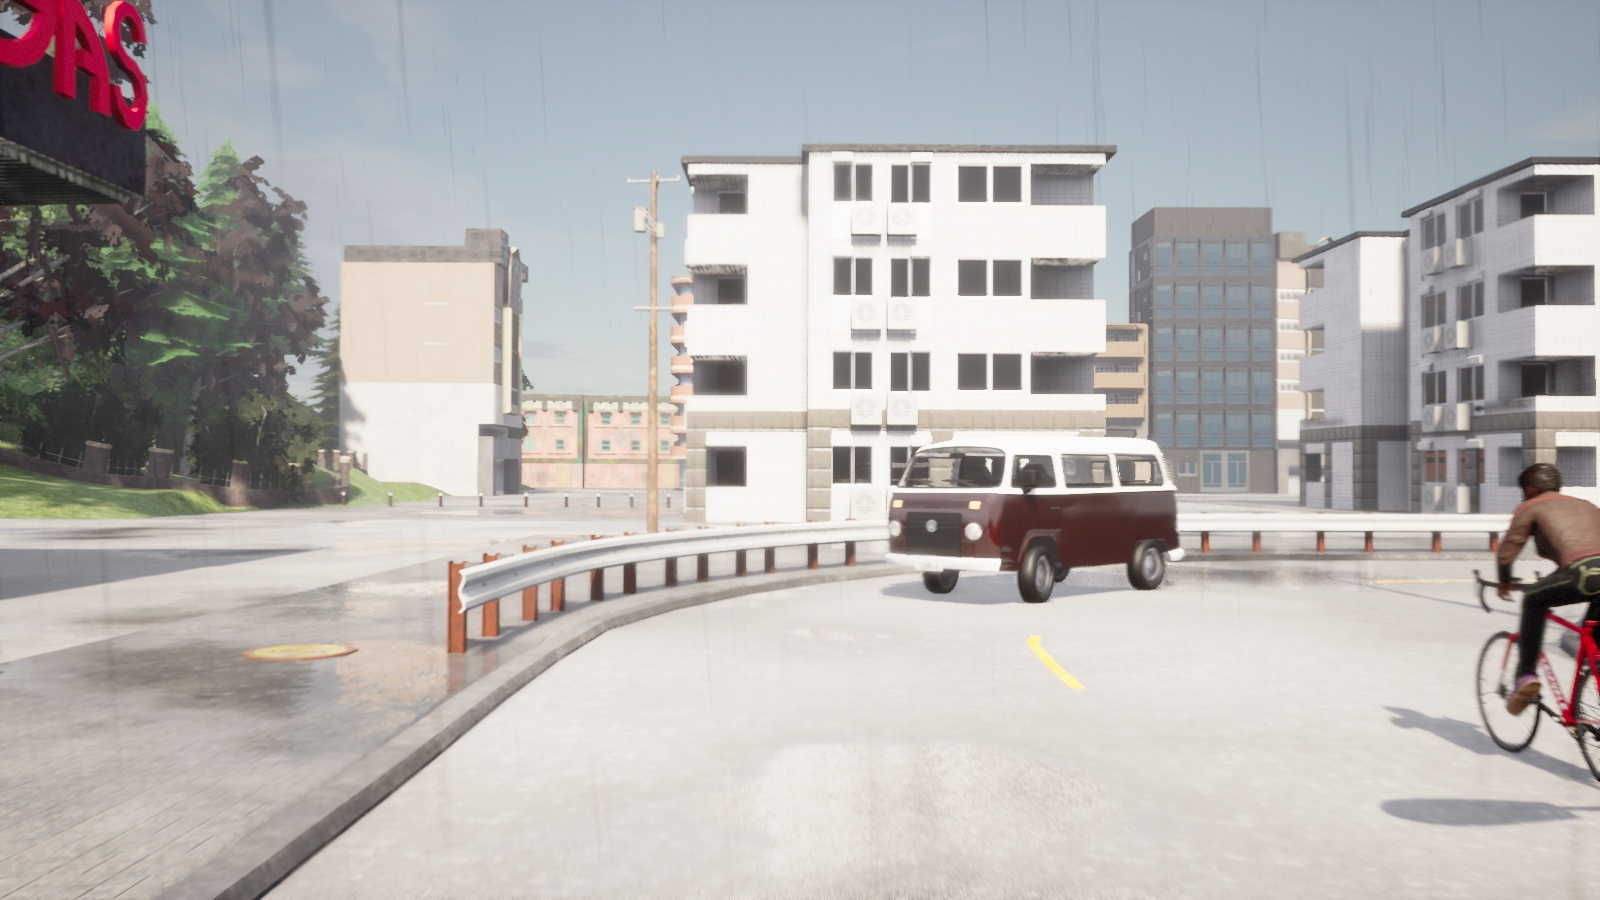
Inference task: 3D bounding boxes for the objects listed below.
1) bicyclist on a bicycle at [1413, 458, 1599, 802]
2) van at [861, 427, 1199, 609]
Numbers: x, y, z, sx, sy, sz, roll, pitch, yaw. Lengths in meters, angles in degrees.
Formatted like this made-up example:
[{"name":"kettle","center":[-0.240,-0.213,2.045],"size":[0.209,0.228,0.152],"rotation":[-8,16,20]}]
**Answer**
[{"name":"bicyclist on a bicycle","center":[3.992,0.865,6.755],"size":[0.582,1.620,1.656],"rotation":[0,-1,1]},{"name":"van","center":[3.095,0.800,16.303],"size":[4.480,2.038,2.069],"rotation":[1,-2,-44]}]
